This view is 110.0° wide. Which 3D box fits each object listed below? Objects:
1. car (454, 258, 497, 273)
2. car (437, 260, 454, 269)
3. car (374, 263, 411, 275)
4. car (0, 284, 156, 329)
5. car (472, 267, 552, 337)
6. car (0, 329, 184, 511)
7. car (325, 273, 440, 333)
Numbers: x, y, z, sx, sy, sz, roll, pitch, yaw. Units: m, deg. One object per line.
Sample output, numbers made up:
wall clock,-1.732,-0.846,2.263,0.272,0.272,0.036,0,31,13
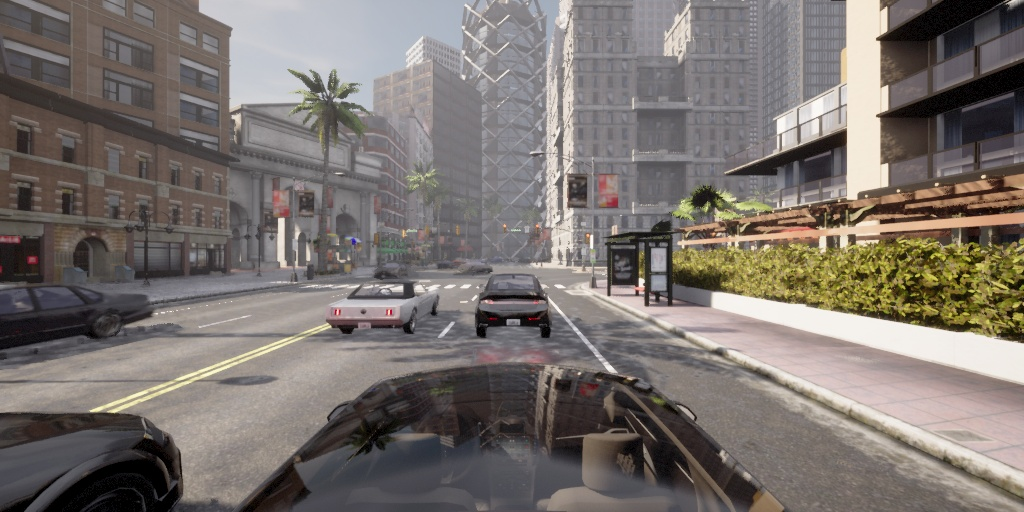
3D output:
car,-4.203,1.297,40.382,2.033,1.411,5.357,0,0,-34
car,-10.706,1.351,57.317,1.895,1.301,4.718,0,0,0
car,-10.667,1.297,32.412,2.033,1.411,5.357,0,0,0
car,-10.612,1.297,7.296,2.033,1.411,5.357,0,0,0
car,0.041,1.242,10.289,2.128,1.511,4.902,0,0,0
car,-3.392,1.314,0.849,1.994,1.385,4.181,0,0,0
car,-3.457,1.351,10.668,1.895,1.301,4.718,0,0,0
